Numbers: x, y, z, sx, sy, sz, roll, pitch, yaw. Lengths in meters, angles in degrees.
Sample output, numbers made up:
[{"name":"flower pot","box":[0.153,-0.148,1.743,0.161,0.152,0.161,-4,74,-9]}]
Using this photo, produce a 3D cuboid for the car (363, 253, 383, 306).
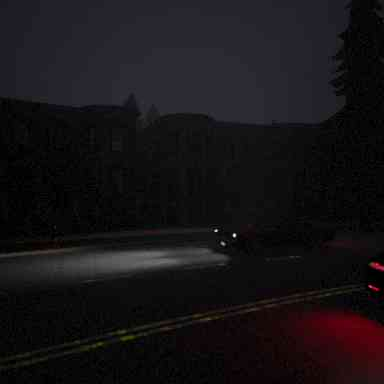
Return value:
[{"name":"car","box":[5.464,1.491,6.218,4.902,1.511,2.128,0,0,-24]}]

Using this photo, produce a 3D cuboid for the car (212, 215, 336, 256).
[{"name":"car","box":[3.206,1.600,13.117,4.718,1.301,1.895,0,0,-22]}]
